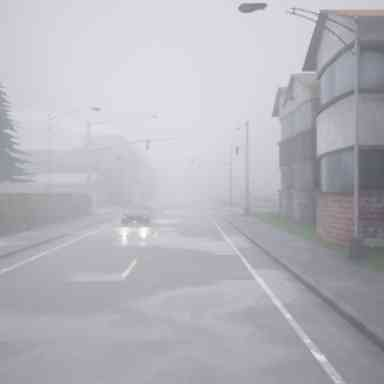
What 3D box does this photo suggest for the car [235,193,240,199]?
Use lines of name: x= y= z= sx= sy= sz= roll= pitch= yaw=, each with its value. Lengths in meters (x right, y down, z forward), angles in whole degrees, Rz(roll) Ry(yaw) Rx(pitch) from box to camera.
car: x=13.213 y=0.831 z=78.950 sx=4.605 sy=1.855 sz=1.932 roll=0 pitch=0 yaw=-1

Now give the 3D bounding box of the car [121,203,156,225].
car: x=-3.655 y=1.489 z=23.712 sx=2.033 sy=1.411 sz=5.357 roll=0 pitch=0 yaw=0

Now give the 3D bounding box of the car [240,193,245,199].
car: x=13.646 y=0.819 z=76.048 sx=3.866 sy=1.878 sz=1.905 roll=0 pitch=0 yaw=-1

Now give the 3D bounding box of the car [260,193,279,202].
car: x=14.105 y=1.037 z=56.839 sx=3.806 sy=1.475 sz=1.970 roll=0 pitch=0 yaw=-1

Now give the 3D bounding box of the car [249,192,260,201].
car: x=13.736 y=0.938 z=63.254 sx=5.027 sy=1.636 sz=2.152 roll=0 pitch=0 yaw=-1
